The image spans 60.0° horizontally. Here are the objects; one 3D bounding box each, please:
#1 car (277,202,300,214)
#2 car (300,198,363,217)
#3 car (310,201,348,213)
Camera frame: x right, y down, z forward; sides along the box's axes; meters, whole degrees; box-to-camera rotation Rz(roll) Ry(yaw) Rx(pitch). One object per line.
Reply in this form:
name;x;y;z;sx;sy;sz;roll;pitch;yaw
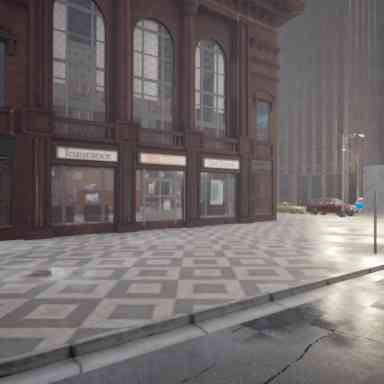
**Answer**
car;10.842;1.796;38.074;1.752;1.417;4.829;0;0;-35
car;13.986;1.519;33.620;2.192;1.841;5.009;0;0;-35
car;17.704;1.894;43.138;1.802;1.307;4.206;-1;0;-35
